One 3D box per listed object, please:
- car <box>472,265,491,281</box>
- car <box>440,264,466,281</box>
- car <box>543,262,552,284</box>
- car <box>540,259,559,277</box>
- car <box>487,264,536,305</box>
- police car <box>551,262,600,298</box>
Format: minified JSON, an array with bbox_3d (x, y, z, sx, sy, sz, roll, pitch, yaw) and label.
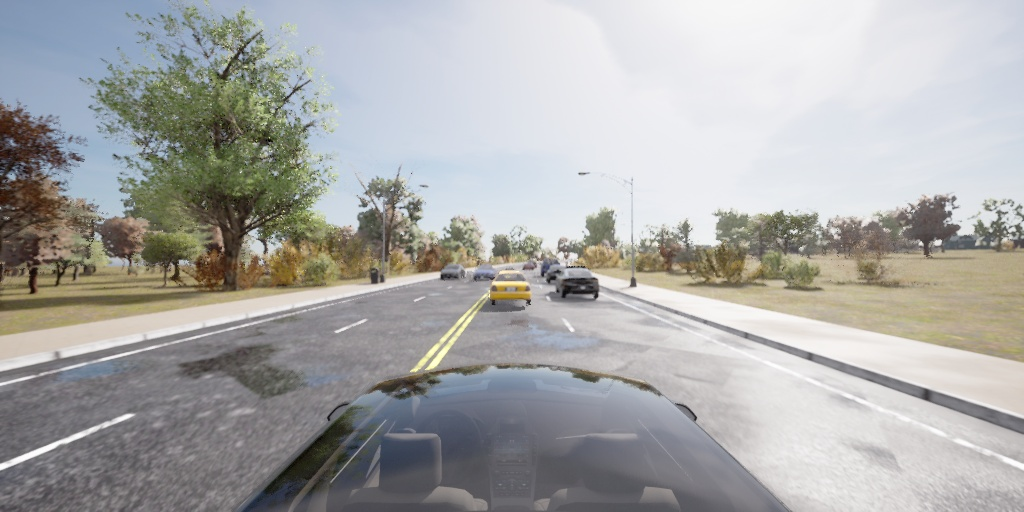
[{"bbox_3d":[-2.518,1.591,34.238,1.812,1.442,4.674,0,0,3],"label":"car"},{"bbox_3d":[-5.722,1.581,35.205,1.837,1.490,4.892,0,0,3],"label":"car"},{"bbox_3d":[3.907,1.535,30.821,1.837,1.490,4.892,0,0,2],"label":"car"},{"bbox_3d":[4.467,1.343,41.765,2.150,2.045,5.566,0,0,3],"label":"car"},{"bbox_3d":[-0.058,1.363,17.165,1.801,1.575,5.366,0,-1,-1],"label":"car"},{"bbox_3d":[3.521,1.359,20.014,1.930,1.638,5.238,0,-1,2],"label":"police car"}]
